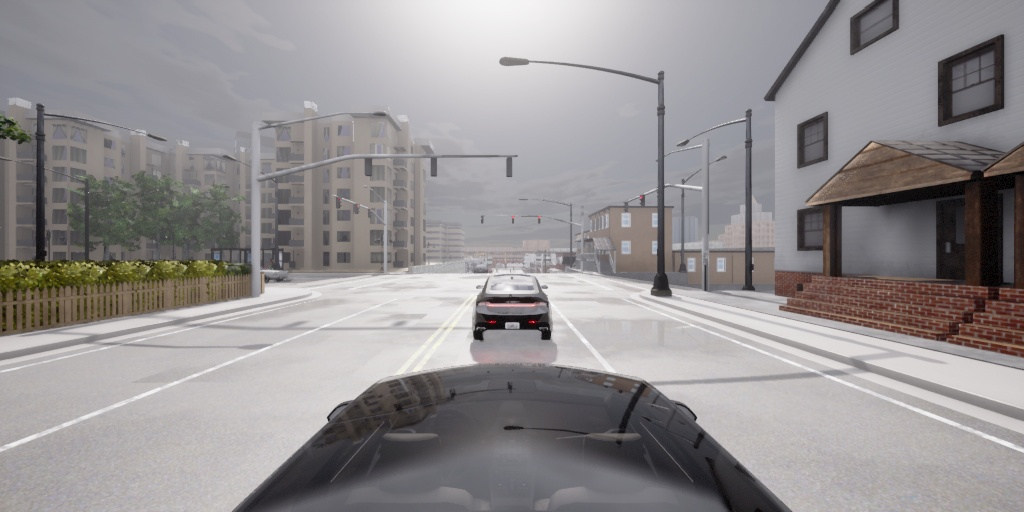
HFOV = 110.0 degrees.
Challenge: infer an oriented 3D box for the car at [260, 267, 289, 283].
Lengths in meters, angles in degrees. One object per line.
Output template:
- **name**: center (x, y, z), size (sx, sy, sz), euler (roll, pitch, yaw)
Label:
- **car**: center (-19.687, 1.351, 27.194), size (4.718, 1.301, 1.895), euler (0, 0, 0)

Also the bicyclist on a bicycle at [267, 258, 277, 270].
- **bicyclist on a bicycle**: center (-25.606, 1.053, 38.210), size (0.582, 1.620, 1.656), euler (0, 0, 0)

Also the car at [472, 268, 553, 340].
- **car**: center (0.002, 1.242, 9.913), size (2.128, 1.511, 4.902), euler (0, 0, 0)

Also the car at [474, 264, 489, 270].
- **car**: center (-3.982, 1.774, 47.305), size (1.812, 1.442, 4.674), euler (0, -4, 0)
